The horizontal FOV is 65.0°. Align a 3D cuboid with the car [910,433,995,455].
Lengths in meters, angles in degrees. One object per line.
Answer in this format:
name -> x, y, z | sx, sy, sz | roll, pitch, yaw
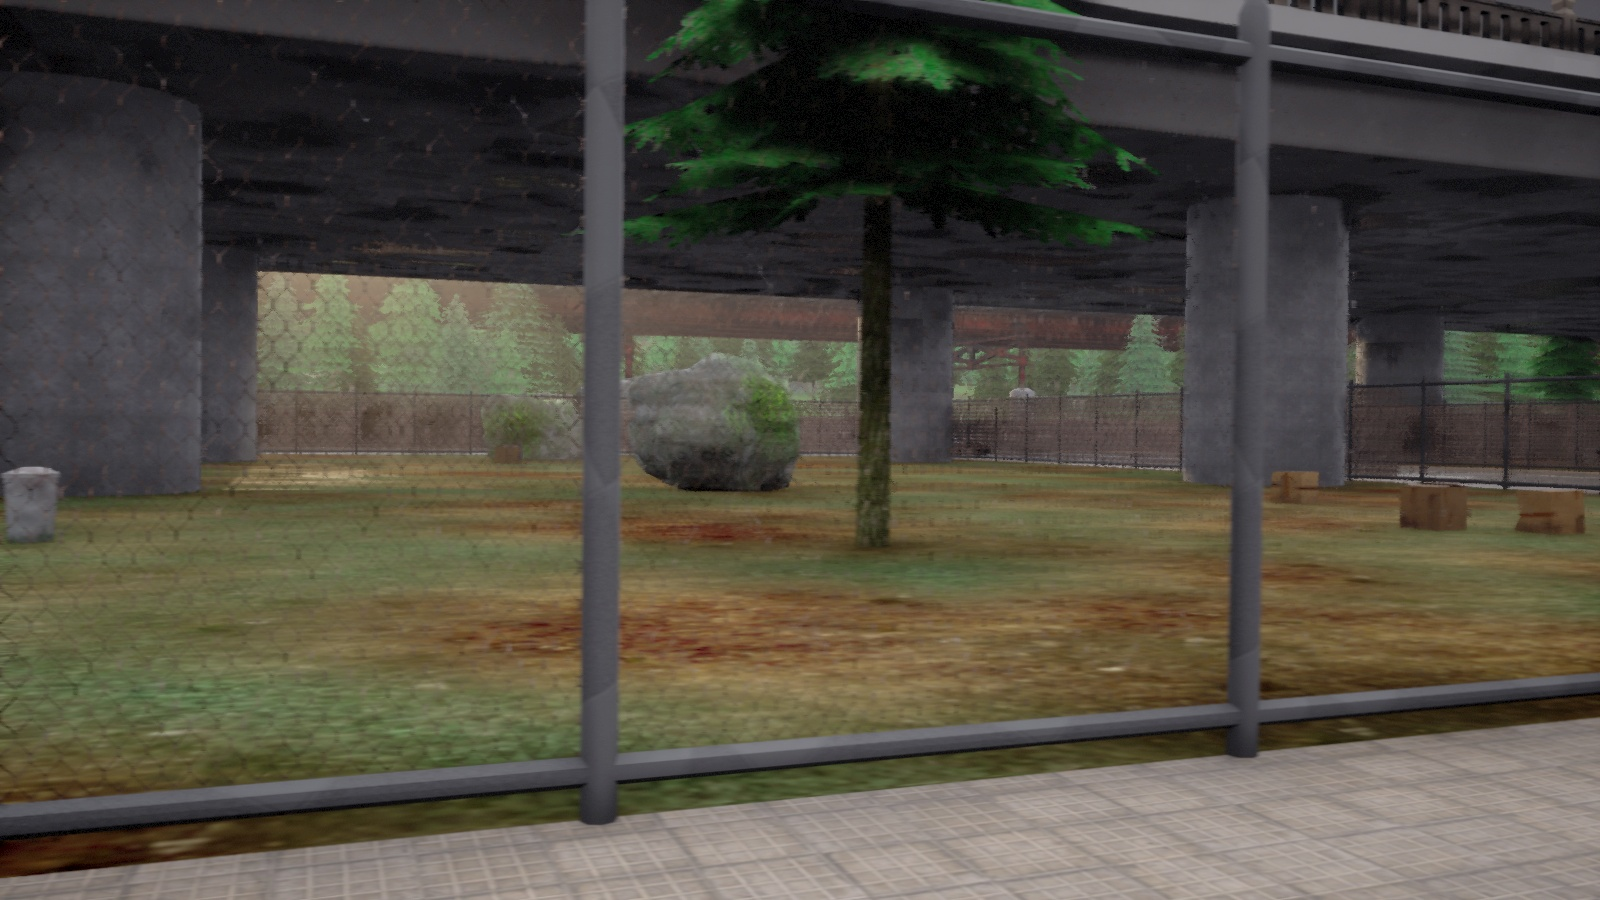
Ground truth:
car -> 9.054, -0.360, 74.748 | 4.718, 1.301, 1.895 | 0, 1, 38
